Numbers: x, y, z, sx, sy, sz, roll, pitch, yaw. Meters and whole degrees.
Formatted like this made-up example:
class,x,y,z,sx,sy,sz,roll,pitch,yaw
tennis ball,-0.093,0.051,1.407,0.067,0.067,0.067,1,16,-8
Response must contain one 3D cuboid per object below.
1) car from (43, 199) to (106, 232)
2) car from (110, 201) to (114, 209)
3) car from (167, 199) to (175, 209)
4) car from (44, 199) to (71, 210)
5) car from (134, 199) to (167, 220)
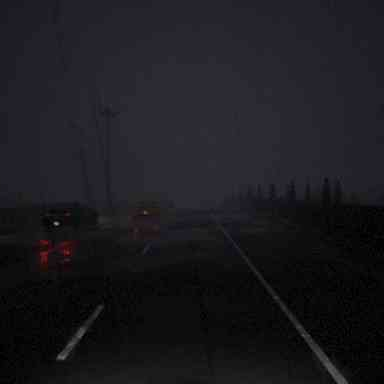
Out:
class,x,y,z,sx,sy,sz,roll,pitch,yaw
car,-6.888,1.366,19.341,2.128,1.511,4.902,0,0,0
car,-14.030,2.201,54.797,1.837,1.490,4.892,0,-5,0
car,-3.371,1.590,44.653,1.994,1.385,4.181,0,-3,0
car,-21.032,1.976,52.196,2.128,1.511,4.902,0,-4,0
car,-3.384,1.305,26.615,1.882,1.535,5.008,0,1,0
